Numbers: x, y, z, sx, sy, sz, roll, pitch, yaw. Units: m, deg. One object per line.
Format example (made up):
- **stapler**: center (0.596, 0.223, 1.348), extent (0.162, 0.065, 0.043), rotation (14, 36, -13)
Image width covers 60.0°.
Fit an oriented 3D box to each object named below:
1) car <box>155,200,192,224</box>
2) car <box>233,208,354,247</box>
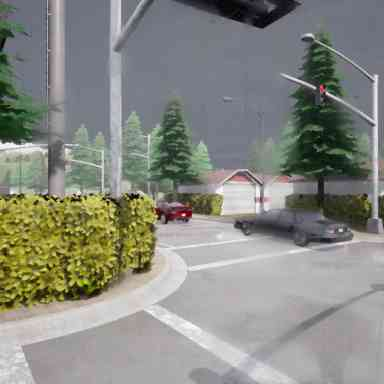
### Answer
- **car**: center (-1.956, 1.306, 23.366), extent (1.882, 1.535, 5.008), rotation (-1, 1, -35)
- **car**: center (4.238, 1.422, 14.771), extent (2.033, 1.411, 5.357), rotation (0, 2, -35)
